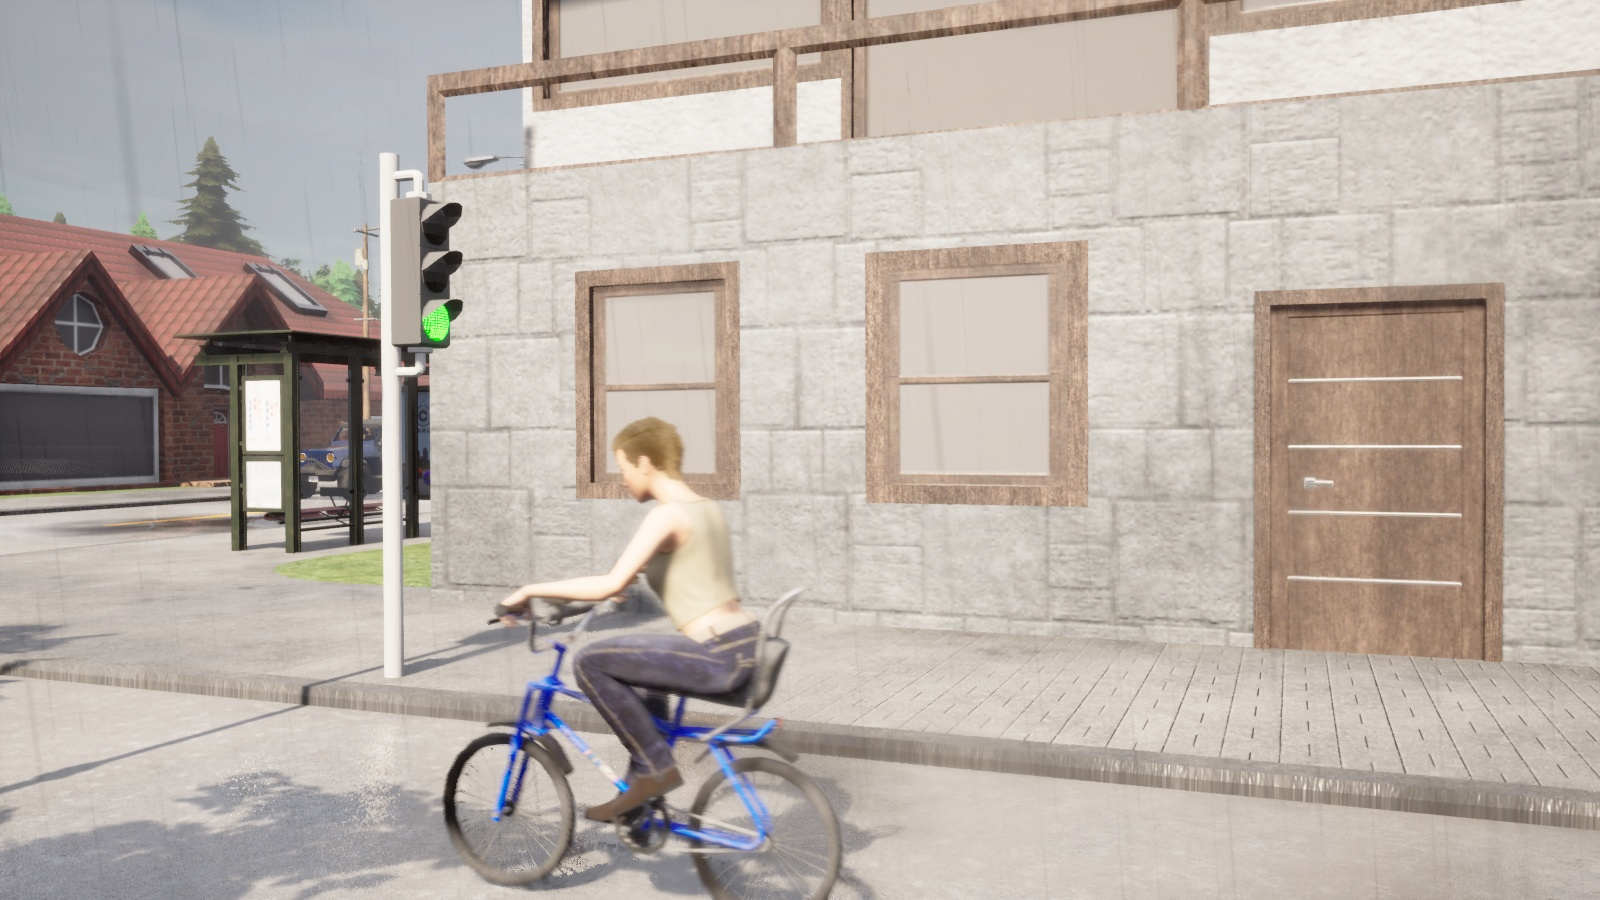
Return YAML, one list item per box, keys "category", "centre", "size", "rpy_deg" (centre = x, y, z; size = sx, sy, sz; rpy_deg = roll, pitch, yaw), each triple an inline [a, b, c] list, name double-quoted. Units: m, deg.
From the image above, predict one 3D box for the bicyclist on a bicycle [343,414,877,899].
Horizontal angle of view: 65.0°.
- category: "bicyclist on a bicycle"
  centre: [-0.601, 0.694, 4.151]
  size: [1.509, 1.612, 0.866]
  rpy_deg: [0, 1, 21]
